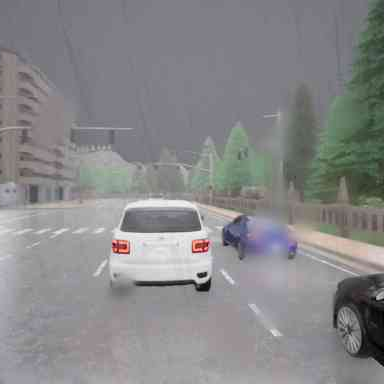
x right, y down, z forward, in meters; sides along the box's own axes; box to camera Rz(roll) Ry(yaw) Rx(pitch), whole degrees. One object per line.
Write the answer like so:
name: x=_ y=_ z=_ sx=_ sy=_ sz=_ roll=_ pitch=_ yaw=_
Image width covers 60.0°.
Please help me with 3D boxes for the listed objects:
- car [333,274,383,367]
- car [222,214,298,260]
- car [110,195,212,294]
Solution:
car: x=3.120 y=1.492 z=3.135 sx=2.128 sy=1.511 sz=4.902 roll=0 pitch=0 yaw=-3
car: x=2.342 y=1.526 z=12.363 sx=1.812 sy=1.442 sz=4.674 roll=0 pitch=0 yaw=-6
car: x=-0.802 y=1.221 z=9.003 sx=2.150 sy=2.045 sz=5.566 roll=0 pitch=0 yaw=-5
